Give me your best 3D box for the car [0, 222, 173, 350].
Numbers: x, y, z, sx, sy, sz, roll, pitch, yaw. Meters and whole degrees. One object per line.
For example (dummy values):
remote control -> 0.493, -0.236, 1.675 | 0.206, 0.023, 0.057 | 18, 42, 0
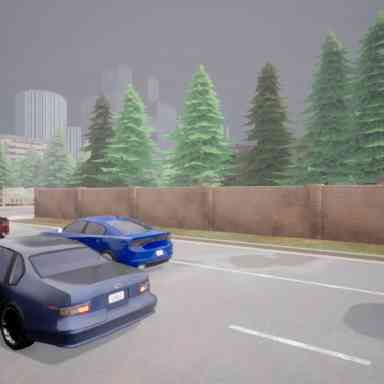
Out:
car -> -3.126, 1.547, 6.214 | 5.357, 1.411, 2.033 | 0, 0, 35

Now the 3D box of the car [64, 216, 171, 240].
car -> -2.880, 1.477, 10.345 | 5.008, 1.535, 1.882 | 0, 0, 35

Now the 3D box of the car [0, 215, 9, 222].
car -> -10.708, 1.477, 15.926 | 5.008, 1.535, 1.882 | 0, 0, 35
